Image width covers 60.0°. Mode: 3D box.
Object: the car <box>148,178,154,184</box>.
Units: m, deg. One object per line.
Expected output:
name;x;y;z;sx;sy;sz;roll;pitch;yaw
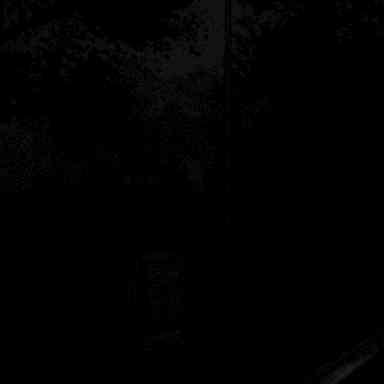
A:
car;-10.456;-2.837;94.059;1.946;1.575;5.366;4;1;24

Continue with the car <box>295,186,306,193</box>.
car;24.997;-0.348;78.347;2.435;2.045;5.566;5;2;24

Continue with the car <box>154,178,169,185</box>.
car;-7.868;-2.619;93.066;2.163;1.488;4.792;4;1;24

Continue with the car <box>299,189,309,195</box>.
car;30.335;0.030;90.251;2.002;1.452;4.674;5;2;24

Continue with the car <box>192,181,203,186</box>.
car;2.262;-1.882;88.574;2.163;1.488;4.792;4;1;24

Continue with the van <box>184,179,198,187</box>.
van;-0.213;-2.320;89.784;1.878;1.987;4.442;4;1;24
